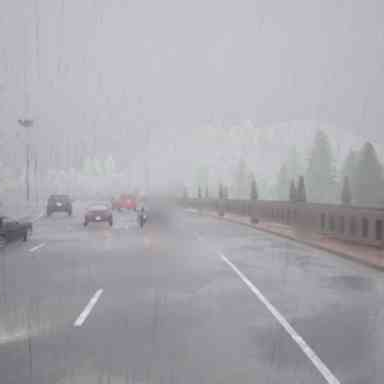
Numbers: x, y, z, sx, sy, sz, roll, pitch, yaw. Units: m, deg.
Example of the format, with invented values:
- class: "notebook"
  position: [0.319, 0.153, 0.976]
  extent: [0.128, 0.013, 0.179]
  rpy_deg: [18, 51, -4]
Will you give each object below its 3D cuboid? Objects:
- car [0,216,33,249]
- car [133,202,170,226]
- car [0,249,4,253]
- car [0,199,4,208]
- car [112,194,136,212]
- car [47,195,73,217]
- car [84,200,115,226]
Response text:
- class: "car"
  position: [-8.087, 1.614, 13.471]
  extent: [1.895, 1.301, 4.718]
  rpy_deg: [0, 0, -8]
- class: "car"
  position: [-2.823, 1.578, 23.086]
  extent: [1.895, 1.301, 4.718]
  rpy_deg: [0, 0, -13]
- class: "car"
  position: [-3.527, 1.557, 1.985]
  extent: [2.033, 1.411, 5.357]
  rpy_deg: [0, 0, -2]
- class: "car"
  position: [-27.659, 1.659, 46.806]
  extent: [2.128, 1.511, 4.902]
  rpy_deg: [0, 0, -31]
- class: "car"
  position: [-8.082, 1.222, 39.408]
  extent: [2.150, 2.045, 5.566]
  rpy_deg: [0, 0, -22]
- class: "car"
  position: [-12.844, 1.258, 32.374]
  extent: [2.150, 2.045, 5.566]
  rpy_deg: [0, 0, -20]
- class: "car"
  position: [-6.592, 1.524, 23.665]
  extent: [1.812, 1.442, 4.674]
  rpy_deg: [0, 0, -14]
